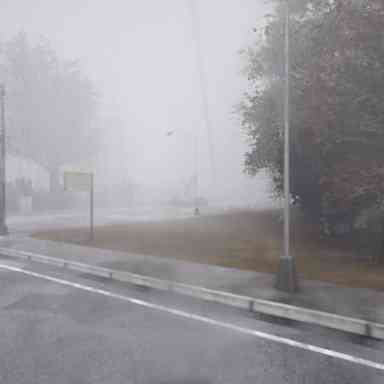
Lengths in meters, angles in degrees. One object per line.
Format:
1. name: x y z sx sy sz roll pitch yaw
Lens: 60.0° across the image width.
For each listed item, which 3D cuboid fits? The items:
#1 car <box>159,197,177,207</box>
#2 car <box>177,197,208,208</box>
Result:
1. car: -2.865 1.465 48.993 1.812 1.442 4.674 0 0 37
2. car: 0.451 1.441 47.569 1.837 1.490 4.892 0 0 37
